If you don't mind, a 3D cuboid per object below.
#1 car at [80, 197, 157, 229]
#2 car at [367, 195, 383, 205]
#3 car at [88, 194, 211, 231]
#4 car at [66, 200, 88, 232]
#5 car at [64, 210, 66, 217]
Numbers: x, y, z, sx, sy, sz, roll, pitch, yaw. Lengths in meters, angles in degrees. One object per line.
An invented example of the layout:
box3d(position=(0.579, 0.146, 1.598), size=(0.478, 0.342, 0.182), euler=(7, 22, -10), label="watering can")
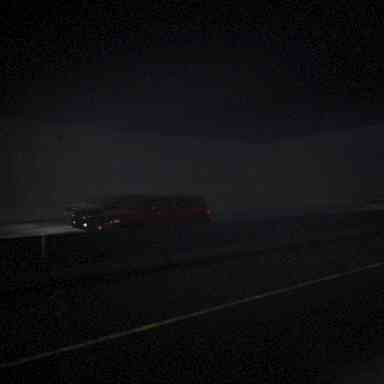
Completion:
box3d(position=(-4.805, 1.288, 22.057), size=(4.553, 1.767, 2.097), euler=(-1, 0, -35), label="car")
box3d(position=(28.469, 1.172, 49.972), size=(5.357, 1.411, 2.033), euler=(-1, 0, -35), label="car")
box3d(position=(-1.657, 1.166, 15.705), size=(5.566, 2.045, 2.150), euler=(-1, 0, -35), label="car")
box3d(position=(-3.724, 1.166, 18.529), size=(5.566, 2.045, 2.150), euler=(-1, 0, -35), label="car")
box3d(position=(-6.637, 1.156, 25.051), size=(5.566, 2.045, 2.150), euler=(-1, 0, -35), label="car")
